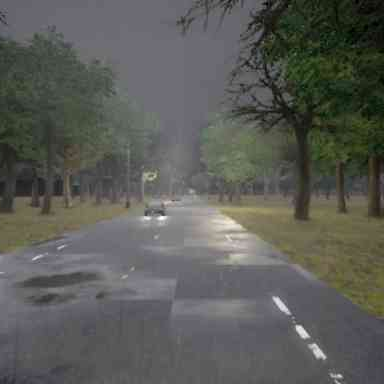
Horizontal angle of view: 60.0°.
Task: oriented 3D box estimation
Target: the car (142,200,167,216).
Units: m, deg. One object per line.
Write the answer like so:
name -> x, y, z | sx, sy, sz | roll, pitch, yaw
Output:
car -> -3.596, 1.547, 32.919 | 1.812, 1.442, 4.674 | 0, 0, 0

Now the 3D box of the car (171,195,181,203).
car -> -3.500, 1.443, 74.277 | 2.097, 1.767, 4.553 | 0, 0, 0
